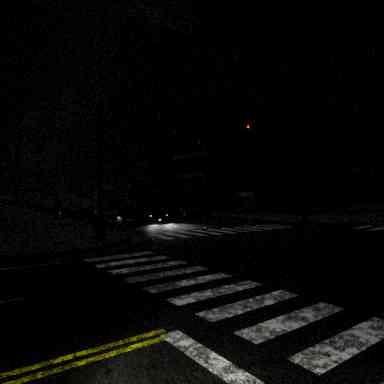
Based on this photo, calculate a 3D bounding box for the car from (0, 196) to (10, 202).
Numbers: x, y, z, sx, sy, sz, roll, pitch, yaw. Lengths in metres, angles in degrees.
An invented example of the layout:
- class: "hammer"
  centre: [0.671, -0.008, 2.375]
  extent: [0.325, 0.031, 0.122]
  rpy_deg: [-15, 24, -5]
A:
- class: "car"
  centre: [-42.433, 1.598, 75.032]
  extent: [1.802, 1.307, 4.206]
  rpy_deg: [0, 0, -35]

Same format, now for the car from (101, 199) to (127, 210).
- class: "car"
  centre: [-10.320, 1.579, 43.778]
  extent: [1.947, 1.339, 4.313]
  rpy_deg: [0, 0, -35]

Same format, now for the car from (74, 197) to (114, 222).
- class: "car"
  centre: [-7.265, 1.423, 25.657]
  extent: [1.967, 1.590, 4.097]
  rpy_deg: [0, 0, -35]

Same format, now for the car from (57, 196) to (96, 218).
- class: "car"
  centre: [-10.462, 1.421, 30.146]
  extent: [1.967, 1.590, 4.097]
  rpy_deg: [0, 0, -35]

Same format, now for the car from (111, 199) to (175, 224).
- class: "car"
  centre: [-3.828, 1.541, 25.173]
  extent: [2.033, 1.411, 5.357]
  rpy_deg: [0, 0, -37]

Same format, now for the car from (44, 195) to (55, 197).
- class: "car"
  centre: [-29.502, 1.477, 70.710]
  extent: [1.967, 1.590, 4.097]
  rpy_deg: [0, 0, -35]

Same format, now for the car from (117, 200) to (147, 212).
- class: "car"
  centre: [-7.123, 1.594, 39.290]
  extent: [1.802, 1.307, 4.206]
  rpy_deg: [0, 0, -35]

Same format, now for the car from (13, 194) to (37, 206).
- class: "car"
  centre: [-26.447, 1.430, 52.588]
  extent: [1.967, 1.590, 4.097]
  rpy_deg: [0, 0, -35]

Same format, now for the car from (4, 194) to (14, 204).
- class: "car"
  centre: [-32.842, 1.551, 61.566]
  extent: [2.008, 1.369, 4.403]
  rpy_deg: [0, 0, -35]

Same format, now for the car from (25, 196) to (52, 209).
- class: "car"
  centre: [-20.053, 1.533, 43.611]
  extent: [2.008, 1.369, 4.403]
  rpy_deg: [0, 0, -35]

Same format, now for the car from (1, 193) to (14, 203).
- class: "car"
  centre: [-39.236, 1.556, 70.543]
  extent: [1.887, 1.381, 4.507]
  rpy_deg: [0, 0, -35]

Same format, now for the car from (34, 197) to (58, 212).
- class: "car"
  centre: [-16.856, 1.563, 39.123]
  extent: [1.802, 1.307, 4.206]
  rpy_deg: [0, 0, -35]

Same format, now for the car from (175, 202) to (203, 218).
- class: "car"
  centre: [-0.729, 1.580, 30.312]
  extent: [1.947, 1.339, 4.313]
  rpy_deg: [0, 0, -35]
